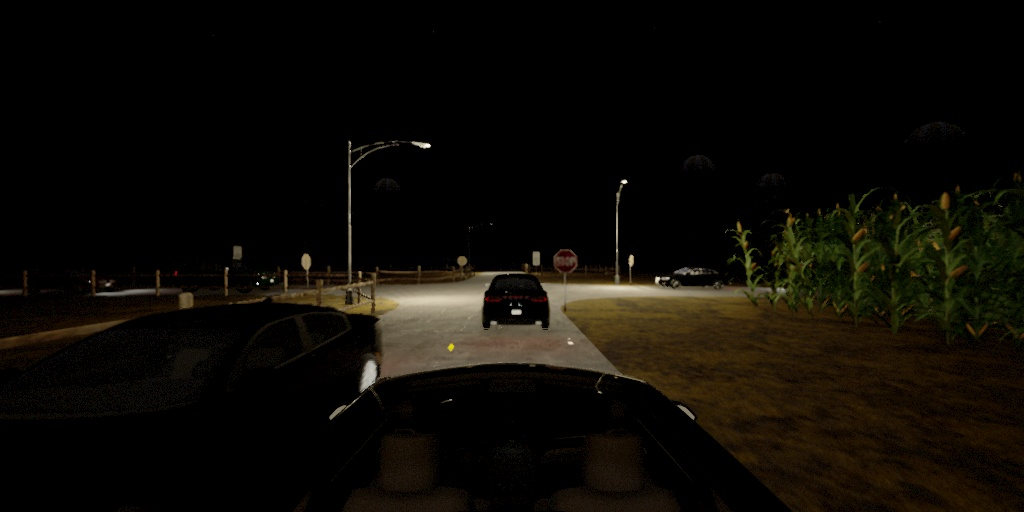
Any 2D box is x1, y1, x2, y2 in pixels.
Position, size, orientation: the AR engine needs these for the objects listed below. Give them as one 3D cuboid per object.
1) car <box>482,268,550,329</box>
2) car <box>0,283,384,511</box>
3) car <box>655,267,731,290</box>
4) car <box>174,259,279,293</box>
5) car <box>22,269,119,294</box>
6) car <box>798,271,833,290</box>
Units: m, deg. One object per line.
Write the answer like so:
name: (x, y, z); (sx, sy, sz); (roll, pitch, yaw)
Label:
car: (0.111, 1.317, 11.711); (1.882, 1.535, 5.008); (0, 0, 0)
car: (-2.848, 1.239, 3.365); (1.882, 1.535, 5.008); (0, 0, 0)
car: (12.626, 1.546, 25.172); (4.902, 1.511, 2.128); (0, 0, 0)
car: (-17.725, 1.204, 22.376); (5.566, 2.045, 2.150); (0, 0, 0)
car: (-27.555, 1.537, 22.428); (4.674, 1.442, 1.812); (0, 0, 0)
car: (22.475, 1.711, 25.120); (4.181, 1.385, 1.994); (1, 0, 0)
